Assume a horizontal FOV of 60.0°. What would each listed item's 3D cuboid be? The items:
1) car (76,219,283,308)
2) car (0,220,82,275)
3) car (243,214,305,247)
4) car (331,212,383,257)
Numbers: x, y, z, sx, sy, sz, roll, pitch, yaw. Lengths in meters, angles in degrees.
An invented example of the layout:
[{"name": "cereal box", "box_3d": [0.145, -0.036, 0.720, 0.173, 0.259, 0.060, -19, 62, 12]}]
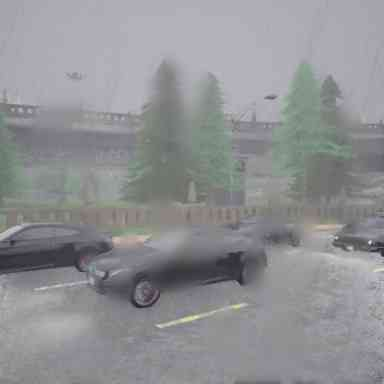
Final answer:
[{"name": "car", "box_3d": [-0.127, 1.574, 8.115, 4.674, 1.442, 1.812, 1, -1, -35]}, {"name": "car", "box_3d": [-4.484, 1.544, 9.350, 4.674, 1.442, 1.812, 1, -1, -34]}, {"name": "car", "box_3d": [2.936, 1.678, 14.320, 4.181, 1.385, 1.994, 1, 0, -34]}, {"name": "car", "box_3d": [8.145, 1.703, 13.553, 5.357, 1.411, 2.033, 1, 0, -29]}]
